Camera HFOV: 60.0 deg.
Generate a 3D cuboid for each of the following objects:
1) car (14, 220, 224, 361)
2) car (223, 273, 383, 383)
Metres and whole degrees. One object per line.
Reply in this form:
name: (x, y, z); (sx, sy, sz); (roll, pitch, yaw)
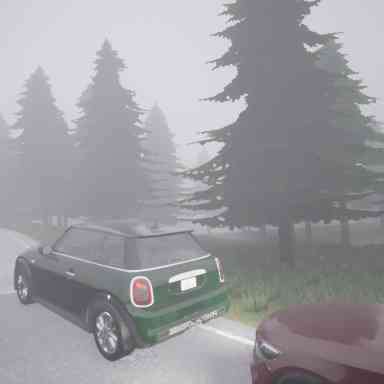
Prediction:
car: (-1.576, 1.308, 6.221); (4.553, 1.767, 2.097); (1, 1, 44)
car: (2.749, 1.531, 2.594); (4.674, 1.442, 1.812); (1, 0, 36)
